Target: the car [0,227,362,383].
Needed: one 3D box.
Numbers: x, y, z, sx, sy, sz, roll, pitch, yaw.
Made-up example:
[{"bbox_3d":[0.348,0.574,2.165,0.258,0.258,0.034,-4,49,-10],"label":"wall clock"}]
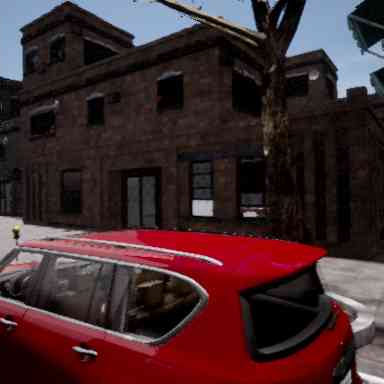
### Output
[{"bbox_3d":[-0.939,1.320,3.562,5.009,1.841,2.192,0,-1,36],"label":"car"}]
